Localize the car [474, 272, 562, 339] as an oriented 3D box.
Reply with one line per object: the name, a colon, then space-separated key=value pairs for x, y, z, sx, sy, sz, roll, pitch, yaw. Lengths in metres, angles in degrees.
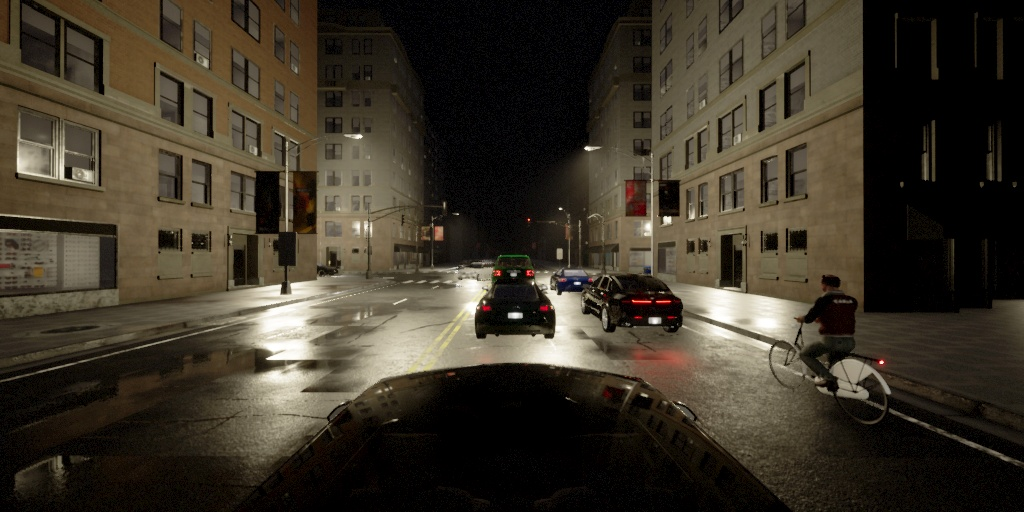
car: x=0.084 y=1.315 z=10.106 sx=1.994 sy=1.385 sz=4.181 roll=0 pitch=0 yaw=0

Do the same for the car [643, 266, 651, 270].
car: x=16.349 y=1.290 z=37.670 sx=5.008 sy=1.535 sz=1.882 roll=0 pitch=0 yaw=0

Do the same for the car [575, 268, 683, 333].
car: x=3.333 y=1.256 z=10.774 sx=1.837 sy=1.490 sz=4.892 roll=0 pitch=0 yaw=0

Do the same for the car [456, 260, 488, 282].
car: x=-2.771 y=1.280 z=29.221 sx=1.812 sy=1.442 sz=4.674 roll=-1 pitch=0 yaw=23

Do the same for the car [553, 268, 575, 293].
car: x=3.222 y=1.317 z=19.670 sx=1.994 sy=1.385 sz=4.181 roll=0 pitch=0 yaw=0

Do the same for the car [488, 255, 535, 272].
car: x=0.073 y=0.975 z=19.519 sx=2.150 sy=2.045 sz=5.566 roll=0 pitch=0 yaw=0

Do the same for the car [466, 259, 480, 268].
car: x=-6.665 y=1.275 z=61.334 sx=1.837 sy=1.490 sz=4.892 roll=0 pitch=0 yaw=0

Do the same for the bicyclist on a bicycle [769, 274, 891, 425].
bicyclist on a bicycle: x=4.139 y=1.121 z=4.865 sx=0.659 sy=1.776 sz=1.843 roll=0 pitch=0 yaw=0

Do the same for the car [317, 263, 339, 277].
car: x=-19.196 y=1.299 z=34.810 sx=4.181 sy=1.385 sz=1.994 roll=0 pitch=0 yaw=0

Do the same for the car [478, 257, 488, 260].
car: x=-3.416 y=1.259 z=51.069 sx=2.128 sy=1.511 sz=4.902 roll=0 pitch=0 yaw=0
